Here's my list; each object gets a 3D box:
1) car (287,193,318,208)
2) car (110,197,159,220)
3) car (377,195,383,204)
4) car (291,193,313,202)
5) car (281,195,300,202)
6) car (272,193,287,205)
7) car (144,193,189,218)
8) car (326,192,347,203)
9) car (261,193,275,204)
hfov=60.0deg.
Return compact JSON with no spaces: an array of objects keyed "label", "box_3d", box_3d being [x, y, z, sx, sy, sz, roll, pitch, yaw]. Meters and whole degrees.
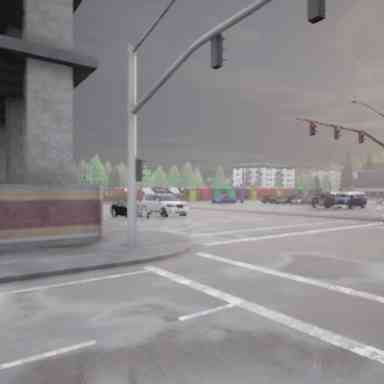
[{"label":"car","box_3d":[17.145,1.337,51.752,3.806,1.475,1.970,0,0,-35]},{"label":"car","box_3d":[-5.014,1.421,27.076,2.128,1.511,4.902,0,0,-36]},{"label":"car","box_3d":[32.804,1.316,55.768,3.806,1.475,1.970,0,0,-35]},{"label":"car","box_3d":[22.968,1.074,69.508,4.605,1.855,1.932,0,0,-35]},{"label":"car","box_3d":[21.347,1.285,71.910,3.905,1.438,1.784,0,0,-35]},{"label":"car","box_3d":[15.473,1.305,54.115,3.905,1.438,1.784,0,0,-35]},{"label":"car","box_3d":[-2.525,1.146,29.609,2.150,2.045,5.566,0,0,-36]},{"label":"car","box_3d":[35.593,1.293,82.017,3.806,1.475,1.970,0,0,-35]},{"label":"car","box_3d":[13.881,1.095,56.276,4.605,1.855,1.932,0,0,-35]}]
